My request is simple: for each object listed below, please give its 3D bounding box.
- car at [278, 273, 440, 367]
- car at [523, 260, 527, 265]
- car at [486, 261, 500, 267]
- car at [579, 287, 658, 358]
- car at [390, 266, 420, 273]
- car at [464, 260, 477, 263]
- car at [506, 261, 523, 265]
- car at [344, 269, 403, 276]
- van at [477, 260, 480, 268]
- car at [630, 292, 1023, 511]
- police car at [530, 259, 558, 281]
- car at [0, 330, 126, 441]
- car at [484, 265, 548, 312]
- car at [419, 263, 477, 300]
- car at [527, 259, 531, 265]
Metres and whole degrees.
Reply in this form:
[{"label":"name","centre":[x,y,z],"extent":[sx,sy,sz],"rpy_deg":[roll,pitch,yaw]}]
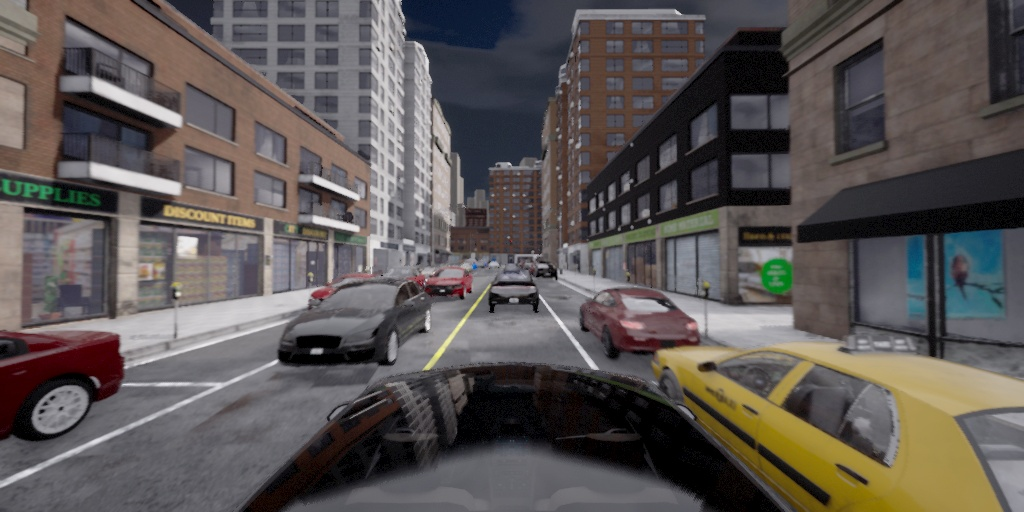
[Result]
[{"label":"car","centre":[-3.115,1.289,8.140],"extent":[1.837,1.490,4.892],"rpy_deg":[0,-1,0]},{"label":"car","centre":[2.495,1.596,52.065],"extent":[2.007,1.370,4.403],"rpy_deg":[0,0,0]},{"label":"car","centre":[-3.241,1.688,65.178],"extent":[1.812,1.442,4.674],"rpy_deg":[0,0,0]},{"label":"car","centre":[2.652,1.357,8.209],"extent":[1.802,1.307,4.207],"rpy_deg":[0,0,0]},{"label":"car","centre":[-5.913,1.284,19.149],"extent":[1.967,1.591,4.097],"rpy_deg":[0,0,0]},{"label":"car","centre":[-6.010,1.542,46.386],"extent":[1.751,1.417,4.829],"rpy_deg":[0,0,0]},{"label":"car","centre":[-0.049,1.554,44.166],"extent":[1.994,1.385,4.181],"rpy_deg":[0,0,0]},{"label":"car","centre":[-5.893,1.360,13.667],"extent":[1.888,1.381,4.507],"rpy_deg":[0,0,0]},{"label":"van","centre":[-6.030,1.399,52.038],"extent":[1.690,1.789,3.998],"rpy_deg":[0,0,0]},{"label":"car","centre":[2.670,1.275,2.896],"extent":[1.751,1.417,4.829],"rpy_deg":[0,0,0]},{"label":"police car","centre":[3.027,1.335,32.901],"extent":[1.930,1.638,5.238],"rpy_deg":[0,0,0]},{"label":"car","centre":[-5.854,1.309,2.704],"extent":[1.888,1.381,4.507],"rpy_deg":[0,0,0]},{"label":"car","centre":[0.060,1.303,14.612],"extent":[2.128,1.511,4.902],"rpy_deg":[0,0,0]},{"label":"car","centre":[-3.145,1.315,18.678],"extent":[1.882,1.535,5.008],"rpy_deg":[0,0,0]},{"label":"car","centre":[3.009,1.433,39.792],"extent":[1.882,1.535,5.008],"rpy_deg":[0,0,0]}]
